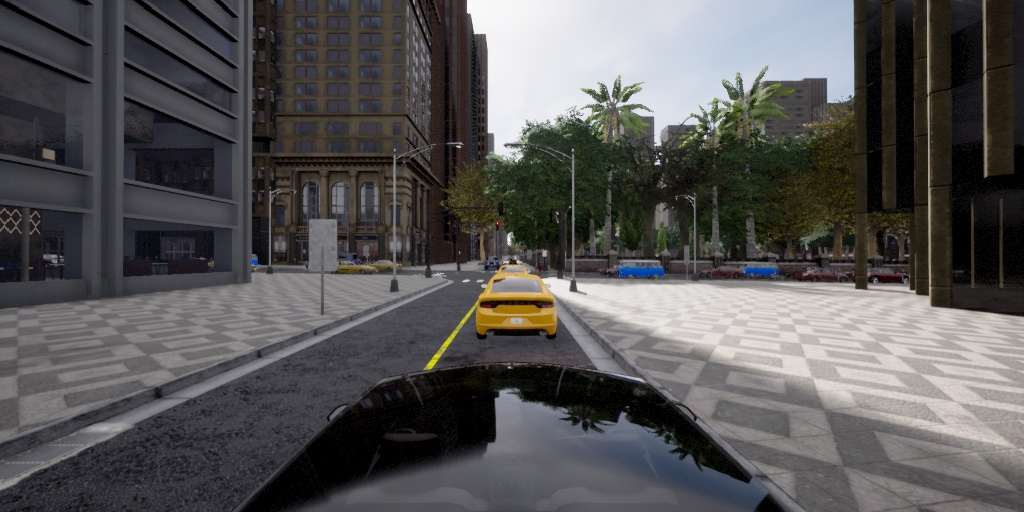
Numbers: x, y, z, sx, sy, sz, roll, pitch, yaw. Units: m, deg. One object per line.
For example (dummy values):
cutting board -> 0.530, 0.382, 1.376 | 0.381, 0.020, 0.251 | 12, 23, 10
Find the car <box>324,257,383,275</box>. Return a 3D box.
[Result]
car -> -14.974, 1.050, 33.333 | 4.829, 1.417, 1.751 | 0, 0, 0

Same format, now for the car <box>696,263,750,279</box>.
car -> 22.603, 1.706, 38.963 | 4.674, 1.442, 1.812 | 1, 0, 0

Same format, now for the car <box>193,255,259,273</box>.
car -> -26.314, 0.865, 33.404 | 4.829, 1.417, 1.751 | 0, 0, 0

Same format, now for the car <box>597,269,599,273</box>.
car -> 11.985, 1.602, 41.690 | 4.207, 1.307, 1.802 | 0, 0, 0

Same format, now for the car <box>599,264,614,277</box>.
car -> 12.644, 1.563, 39.025 | 5.357, 1.411, 2.033 | 1, 0, 0

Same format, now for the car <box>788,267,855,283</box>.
car -> 28.513, 1.827, 33.061 | 4.207, 1.307, 1.802 | 0, 0, 0

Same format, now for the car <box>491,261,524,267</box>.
car -> 0.043, 1.233, 20.177 | 1.882, 1.535, 5.008 | 0, 0, 0

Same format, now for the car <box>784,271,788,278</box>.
car -> 33.047, 1.900, 38.889 | 5.357, 1.411, 2.033 | 1, 0, 1

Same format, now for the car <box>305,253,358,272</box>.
car -> -19.453, 0.709, 39.118 | 5.566, 2.045, 2.150 | 1, 0, 2

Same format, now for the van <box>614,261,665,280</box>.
van -> 11.944, 1.312, 33.165 | 3.998, 1.789, 1.690 | 0, 0, 0

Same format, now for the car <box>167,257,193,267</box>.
car -> -37.780, 0.771, 42.001 | 4.313, 1.339, 1.948 | 0, 0, 0

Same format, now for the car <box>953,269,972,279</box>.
car -> 45.572, 2.066, 35.620 | 4.674, 1.442, 1.812 | 1, 0, 0

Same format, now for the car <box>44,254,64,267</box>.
car -> -43.496, 0.505, 33.511 | 4.097, 1.591, 1.967 | 0, 0, 0

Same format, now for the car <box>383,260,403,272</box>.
car -> -15.270, 1.098, 41.860 | 4.829, 1.417, 1.751 | 0, 0, 0

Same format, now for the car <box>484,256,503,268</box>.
car -> -2.973, 1.031, 54.571 | 2.150, 2.045, 5.566 | 0, 0, 0

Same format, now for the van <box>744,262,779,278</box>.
van -> 28.555, 1.634, 41.587 | 3.998, 1.789, 1.690 | 0, 0, 0

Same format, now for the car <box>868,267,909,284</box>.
car -> 34.037, 1.776, 33.027 | 4.097, 1.591, 1.967 | 0, 0, 0

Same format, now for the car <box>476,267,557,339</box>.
car -> 0.112, 1.229, 10.116 | 1.882, 1.535, 5.008 | 0, 0, 0
